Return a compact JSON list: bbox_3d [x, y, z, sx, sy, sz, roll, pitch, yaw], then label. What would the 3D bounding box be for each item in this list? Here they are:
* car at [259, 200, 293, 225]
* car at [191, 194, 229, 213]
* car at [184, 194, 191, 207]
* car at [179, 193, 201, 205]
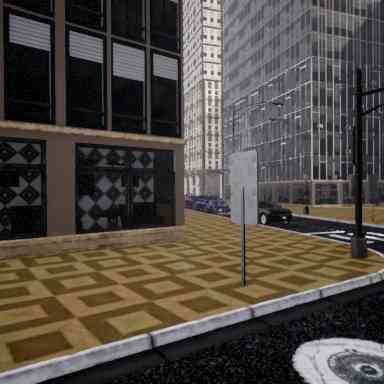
[{"bbox_3d":[4.888,1.278,22.856,1.882,1.535,5.008,-1,1,-19],"label":"car"},{"bbox_3d":[1.839,1.020,31.929,2.097,1.767,4.553,-1,1,-19],"label":"car"},{"bbox_3d":[-1.315,1.094,41.349,1.994,1.385,4.181,-1,1,-18],"label":"car"},{"bbox_3d":[-0.320,0.952,47.608,1.812,1.442,4.674,-1,1,-19],"label":"car"}]
